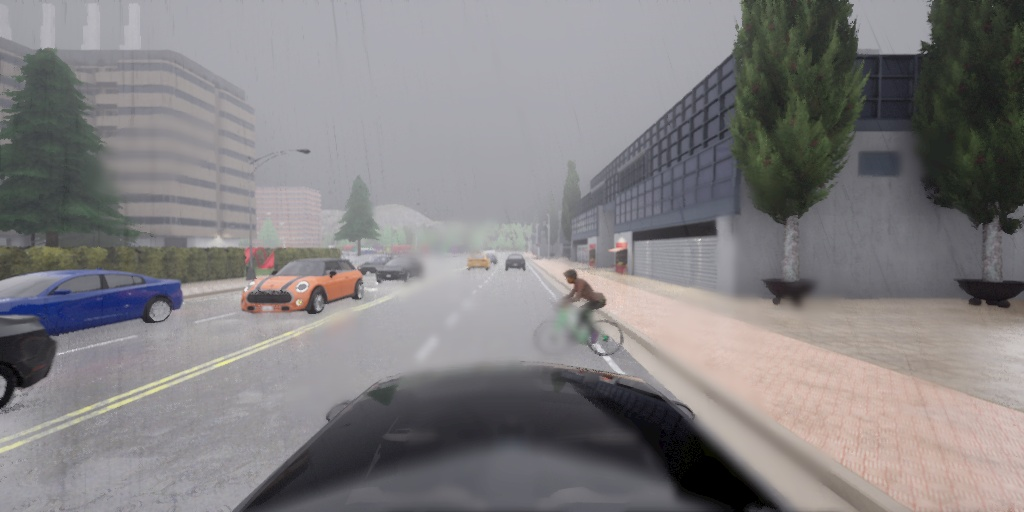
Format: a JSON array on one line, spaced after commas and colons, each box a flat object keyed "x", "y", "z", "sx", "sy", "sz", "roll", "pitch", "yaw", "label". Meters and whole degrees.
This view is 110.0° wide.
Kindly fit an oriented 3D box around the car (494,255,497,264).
[{"x": -3.058, "y": 0.401, "z": 48.756, "sx": 1.994, "sy": 1.385, "sz": 4.181, "roll": 0, "pitch": 1, "yaw": 0, "label": "car"}]

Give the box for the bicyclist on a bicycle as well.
[{"x": 1.263, "y": 1.081, "z": 6.703, "sx": 1.656, "sy": 1.620, "sz": 0.582, "roll": 0, "pitch": 1, "yaw": 0, "label": "bicyclist on a bicycle"}]

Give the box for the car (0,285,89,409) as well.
[{"x": -7.106, "y": 1.227, "z": 2.746, "sx": 1.837, "sy": 1.490, "sz": 4.892, "roll": 0, "pitch": 1, "yaw": 0, "label": "car"}]

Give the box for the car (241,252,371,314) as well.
[{"x": -7.029, "y": 0.883, "z": 12.570, "sx": 2.097, "sy": 1.767, "sz": 4.553, "roll": 0, "pitch": 1, "yaw": 0, "label": "car"}]

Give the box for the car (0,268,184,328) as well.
[{"x": -10.563, "y": 1.085, "z": 8.355, "sx": 1.882, "sy": 1.535, "sz": 5.008, "roll": 0, "pitch": 1, "yaw": 0, "label": "car"}]

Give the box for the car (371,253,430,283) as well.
[{"x": -6.940, "y": 0.812, "z": 22.743, "sx": 1.882, "sy": 1.535, "sz": 5.008, "roll": 0, "pitch": 1, "yaw": 1, "label": "car"}]

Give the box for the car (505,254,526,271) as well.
[{"x": 0.340, "y": 0.588, "z": 34.839, "sx": 1.882, "sy": 1.535, "sz": 5.008, "roll": 0, "pitch": 1, "yaw": 1, "label": "car"}]

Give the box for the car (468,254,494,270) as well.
[{"x": -3.159, "y": 0.573, "z": 35.364, "sx": 1.882, "sy": 1.535, "sz": 5.008, "roll": 0, "pitch": 1, "yaw": 1, "label": "car"}]
